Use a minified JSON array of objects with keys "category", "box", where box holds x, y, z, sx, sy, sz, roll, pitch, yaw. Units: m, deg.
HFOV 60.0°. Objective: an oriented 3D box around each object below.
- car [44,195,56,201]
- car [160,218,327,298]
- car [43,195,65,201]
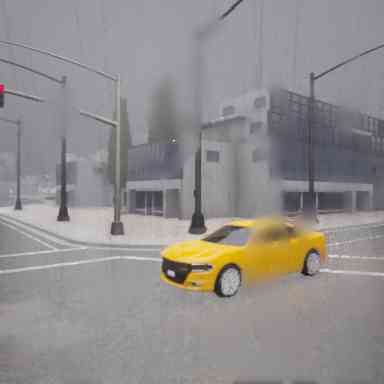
[{"category":"car","box":[-34.265,1.458,83.014,4.902,1.511,2.128,0,0,-3]},{"category":"car","box":[1.529,1.495,8.716,5.008,1.535,1.882,0,0,-38]},{"category":"car","box":[-35.921,1.454,86.428,4.902,1.511,2.128,0,0,2]}]
